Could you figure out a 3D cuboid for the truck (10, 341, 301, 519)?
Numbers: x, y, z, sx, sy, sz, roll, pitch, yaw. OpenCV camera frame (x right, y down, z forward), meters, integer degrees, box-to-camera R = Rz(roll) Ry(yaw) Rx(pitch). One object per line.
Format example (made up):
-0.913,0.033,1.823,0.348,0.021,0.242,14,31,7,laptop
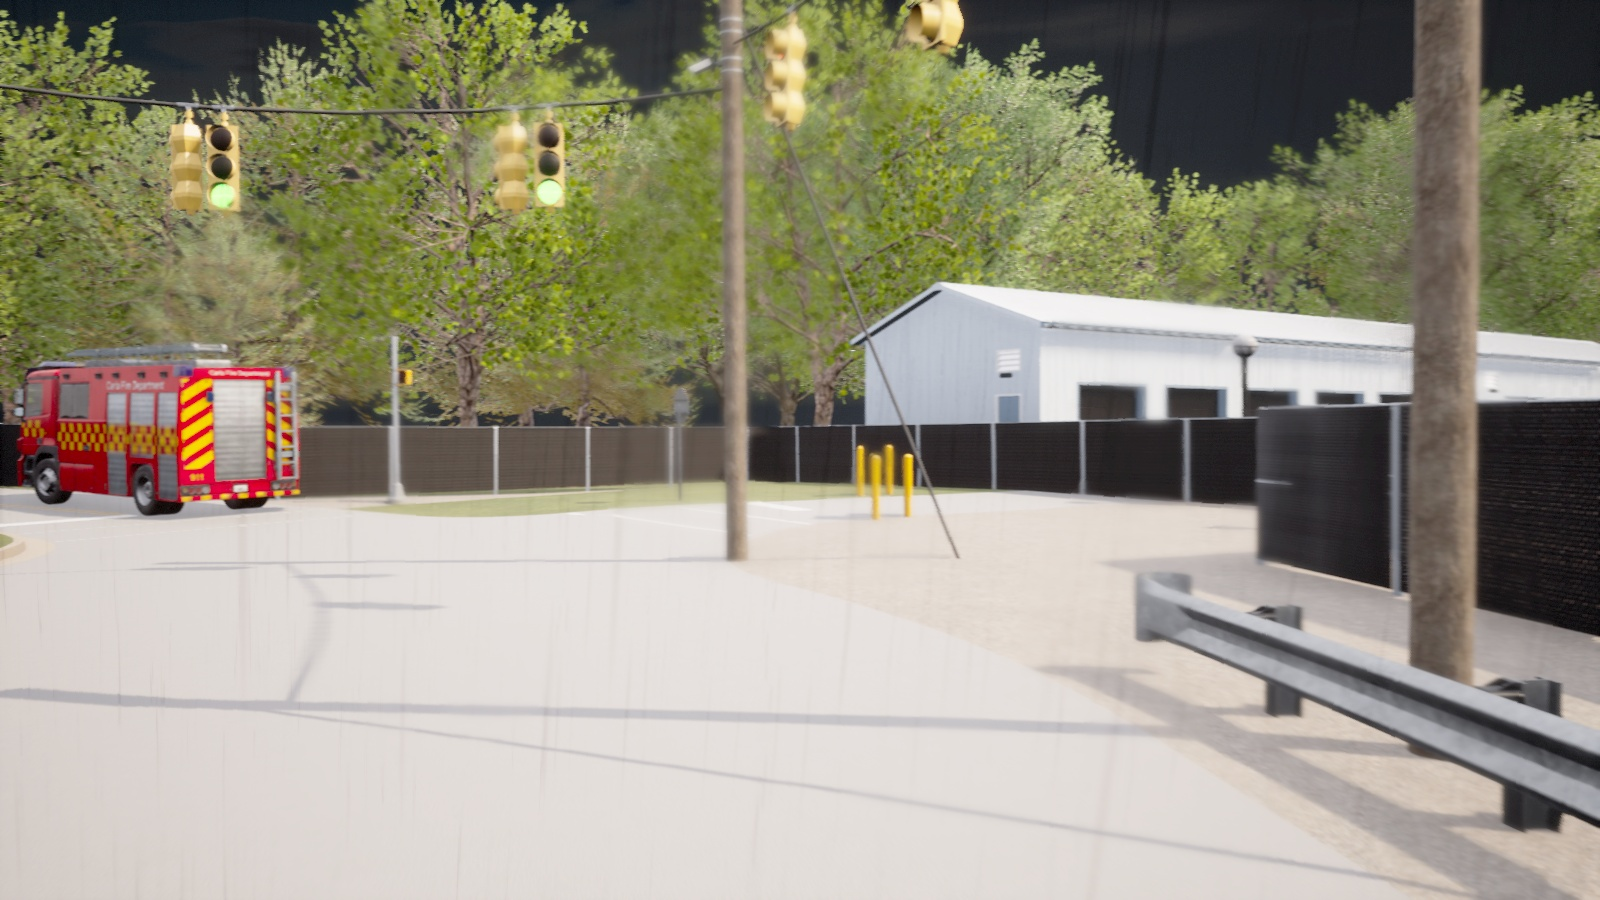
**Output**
-15.894,-0.577,30.662,8.468,3.827,2.891,2,3,37,truck
